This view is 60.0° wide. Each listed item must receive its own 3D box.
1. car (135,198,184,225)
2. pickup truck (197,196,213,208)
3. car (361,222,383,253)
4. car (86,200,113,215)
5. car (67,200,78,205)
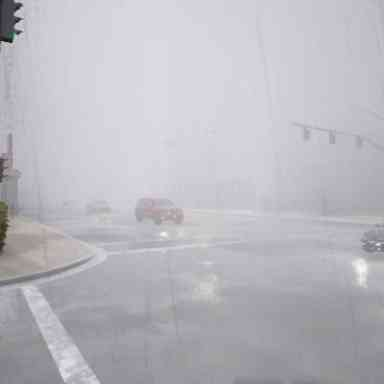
[{"bbox_3d":[-2.801,1.507,27.359,2.150,2.045,5.566,1,-1,-33],"label":"car"},{"bbox_3d":[2.125,1.686,56.691,2.390,2.098,6.274,0,-1,-3],"label":"pickup truck"},{"bbox_3d":[8.817,1.696,13.439,4.892,1.490,1.837,1,-1,-33],"label":"car"},{"bbox_3d":[-11.216,1.740,40.183,2.097,1.767,4.553,1,-1,-33],"label":"car"},{"bbox_3d":[-19.577,1.629,53.078,2.128,1.511,4.902,1,-1,-33],"label":"car"}]
